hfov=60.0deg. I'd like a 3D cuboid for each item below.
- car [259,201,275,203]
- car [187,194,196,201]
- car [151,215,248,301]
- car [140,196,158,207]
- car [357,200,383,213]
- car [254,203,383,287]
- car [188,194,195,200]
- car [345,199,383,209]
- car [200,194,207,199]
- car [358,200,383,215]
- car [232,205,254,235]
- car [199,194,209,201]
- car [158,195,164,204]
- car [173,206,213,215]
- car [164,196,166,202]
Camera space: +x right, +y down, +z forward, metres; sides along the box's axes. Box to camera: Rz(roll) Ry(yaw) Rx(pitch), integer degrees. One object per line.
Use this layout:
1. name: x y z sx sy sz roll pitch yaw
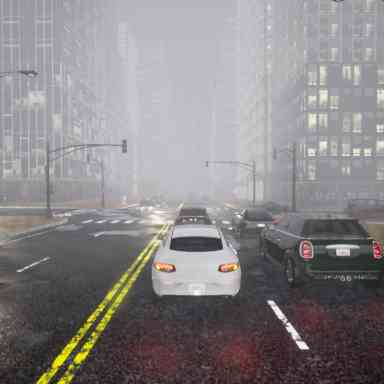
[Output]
1. car: 7.504 1.643 35.038 4.718 1.301 1.895 0 1 -7
2. car: -0.201 1.418 80.348 1.837 1.490 4.892 0 0 0
3. car: 0.081 1.522 8.184 1.812 1.442 4.674 0 0 0
4. car: -6.718 1.528 50.776 1.994 1.385 4.181 0 0 0
5. car: 21.715 1.642 37.900 4.829 1.417 1.752 1 0 1
6. car: 3.327 1.348 9.460 2.097 1.767 4.553 0 0 0
7. car: -0.228 1.220 90.766 1.882 1.535 5.008 0 0 0
8. car: 16.127 1.519 29.599 5.009 1.841 2.192 1 0 1
9. car: 3.022 1.266 90.773 1.812 1.442 4.674 0 0 0
10. car: 20.556 1.655 35.319 4.892 1.490 1.837 1 1 1
11. car: 3.304 1.555 17.846 1.994 1.385 4.181 0 0 0
12. car: 3.049 1.396 80.356 1.882 1.535 5.008 0 0 0
13. car: -6.722 1.429 61.100 1.882 1.535 5.008 0 0 1
14. car: 0.056 1.495 17.432 1.837 1.490 4.892 0 0 0
15. car: -6.681 1.416 71.475 1.882 1.535 5.008 0 0 0
